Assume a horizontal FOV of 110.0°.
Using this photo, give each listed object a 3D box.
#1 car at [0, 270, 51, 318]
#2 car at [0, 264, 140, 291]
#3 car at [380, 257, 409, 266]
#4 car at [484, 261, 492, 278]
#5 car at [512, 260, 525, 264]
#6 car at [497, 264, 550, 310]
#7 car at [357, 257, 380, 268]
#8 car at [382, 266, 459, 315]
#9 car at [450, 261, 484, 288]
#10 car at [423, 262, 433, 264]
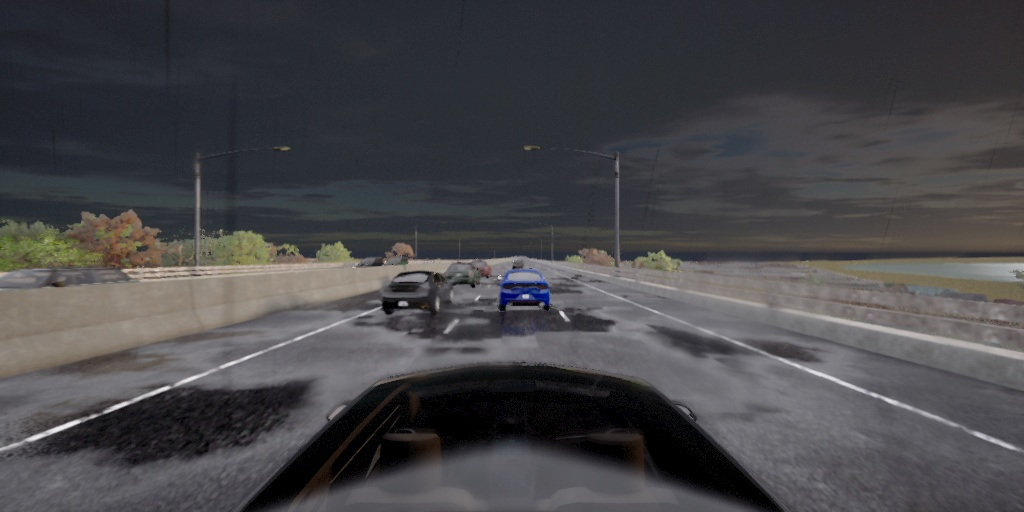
[{"bbox_3d":[-17.570,1.252,10.419,1.882,1.535,5.008,0,0,0],"label":"car"},{"bbox_3d":[-14.066,1.131,10.784,2.097,1.767,4.553,0,0,0],"label":"car"},{"bbox_3d":[-16.811,1.202,52.609,2.150,2.045,5.566,0,0,2],"label":"car"},{"bbox_3d":[-3.172,1.261,35.811,2.097,1.767,4.553,0,0,1],"label":"car"},{"bbox_3d":[1.109,1.566,62.592,1.837,1.490,4.892,0,0,2],"label":"car"},{"bbox_3d":[0.413,1.287,15.169,1.882,1.535,5.008,0,0,-2],"label":"car"},{"bbox_3d":[-20.331,1.194,51.936,2.150,2.045,5.566,0,0,2],"label":"car"},{"bbox_3d":[-3.462,1.305,13.906,1.837,1.490,4.892,0,0,0],"label":"car"},{"bbox_3d":[-3.352,1.206,24.844,2.097,1.767,4.553,0,0,1],"label":"car"},{"bbox_3d":[-13.143,1.576,57.112,1.994,1.385,4.181,0,0,2],"label":"car"}]
